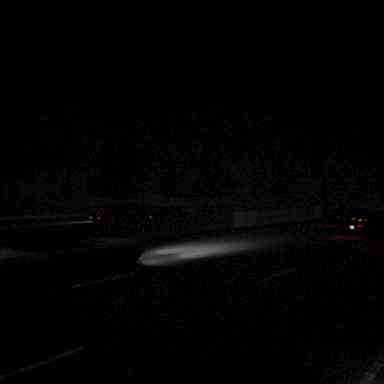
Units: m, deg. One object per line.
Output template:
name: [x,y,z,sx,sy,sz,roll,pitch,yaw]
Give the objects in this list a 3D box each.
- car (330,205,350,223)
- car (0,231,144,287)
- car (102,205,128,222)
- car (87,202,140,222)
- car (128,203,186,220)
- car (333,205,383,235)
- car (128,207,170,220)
car: [13.386,1.829,27.935,5.008,1.535,1.882,0,-2,-43]
car: [-3.813,1.879,10.391,1.895,1.301,4.718,-2,-2,42]
car: [-5.099,2.178,29.754,2.128,1.511,4.902,-2,-2,44]
car: [-7.351,1.998,32.492,2.150,2.045,5.566,-2,-2,44]
car: [-2.555,1.949,27.356,2.097,1.767,4.553,-2,-2,44]
car: [10.865,1.754,20.731,4.892,1.490,1.837,0,-1,-45]
car: [-5.094,2.484,39.624,4.718,1.301,1.895,0,-2,-44]
